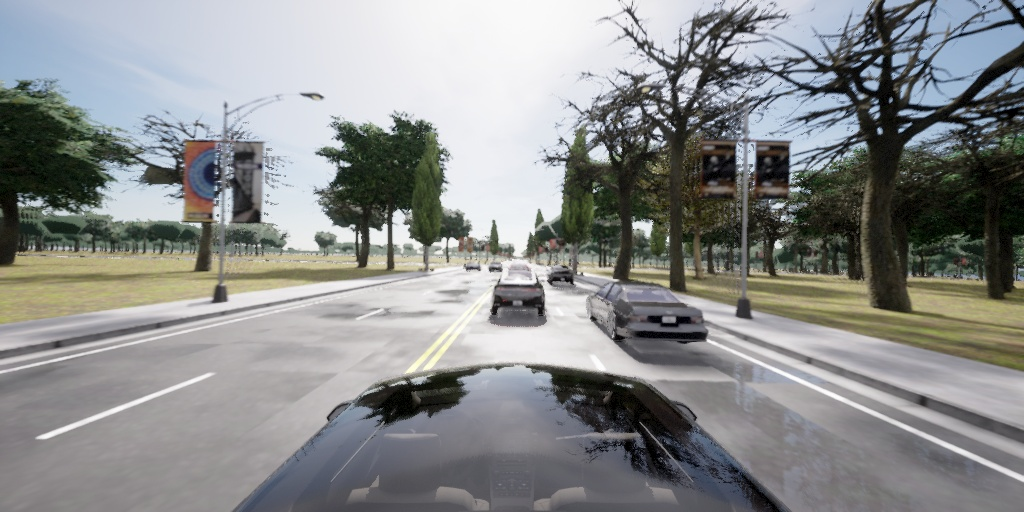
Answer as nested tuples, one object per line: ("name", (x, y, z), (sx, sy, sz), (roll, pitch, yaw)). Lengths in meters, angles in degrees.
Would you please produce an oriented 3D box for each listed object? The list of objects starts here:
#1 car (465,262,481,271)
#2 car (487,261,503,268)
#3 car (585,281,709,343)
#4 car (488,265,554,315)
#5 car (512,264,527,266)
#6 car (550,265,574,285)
("car", (-5.570, 1.504, 52.009), (1.994, 1.385, 4.181), (1, 0, 2))
("car", (-2.350, 1.501, 50.876), (1.837, 1.490, 4.892), (1, 0, 2))
("car", (3.392, 1.404, 10.088), (2.033, 1.411, 5.357), (1, 0, 2))
("car", (0.250, 1.305, 13.874), (2.128, 1.511, 4.902), (1, 0, 2))
("car", (0.616, 1.397, 30.444), (1.882, 1.535, 5.008), (1, 0, 2))
("car", (3.825, 1.481, 28.890), (1.837, 1.490, 4.892), (1, 0, 2))
